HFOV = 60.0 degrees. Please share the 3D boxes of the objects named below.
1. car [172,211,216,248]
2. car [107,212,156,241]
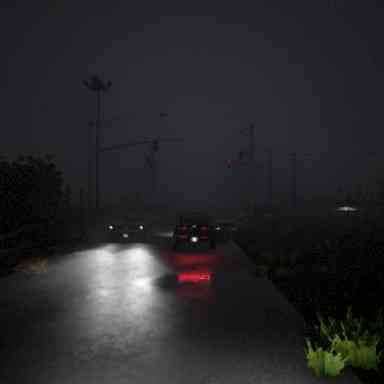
[{"bbox_3d":[0.098,1.658,15.676,1.837,1.490,4.892,0,-1,0],"label":"car"},{"bbox_3d":[-3.110,1.776,17.871,1.895,1.301,4.718,0,-1,0],"label":"car"}]
